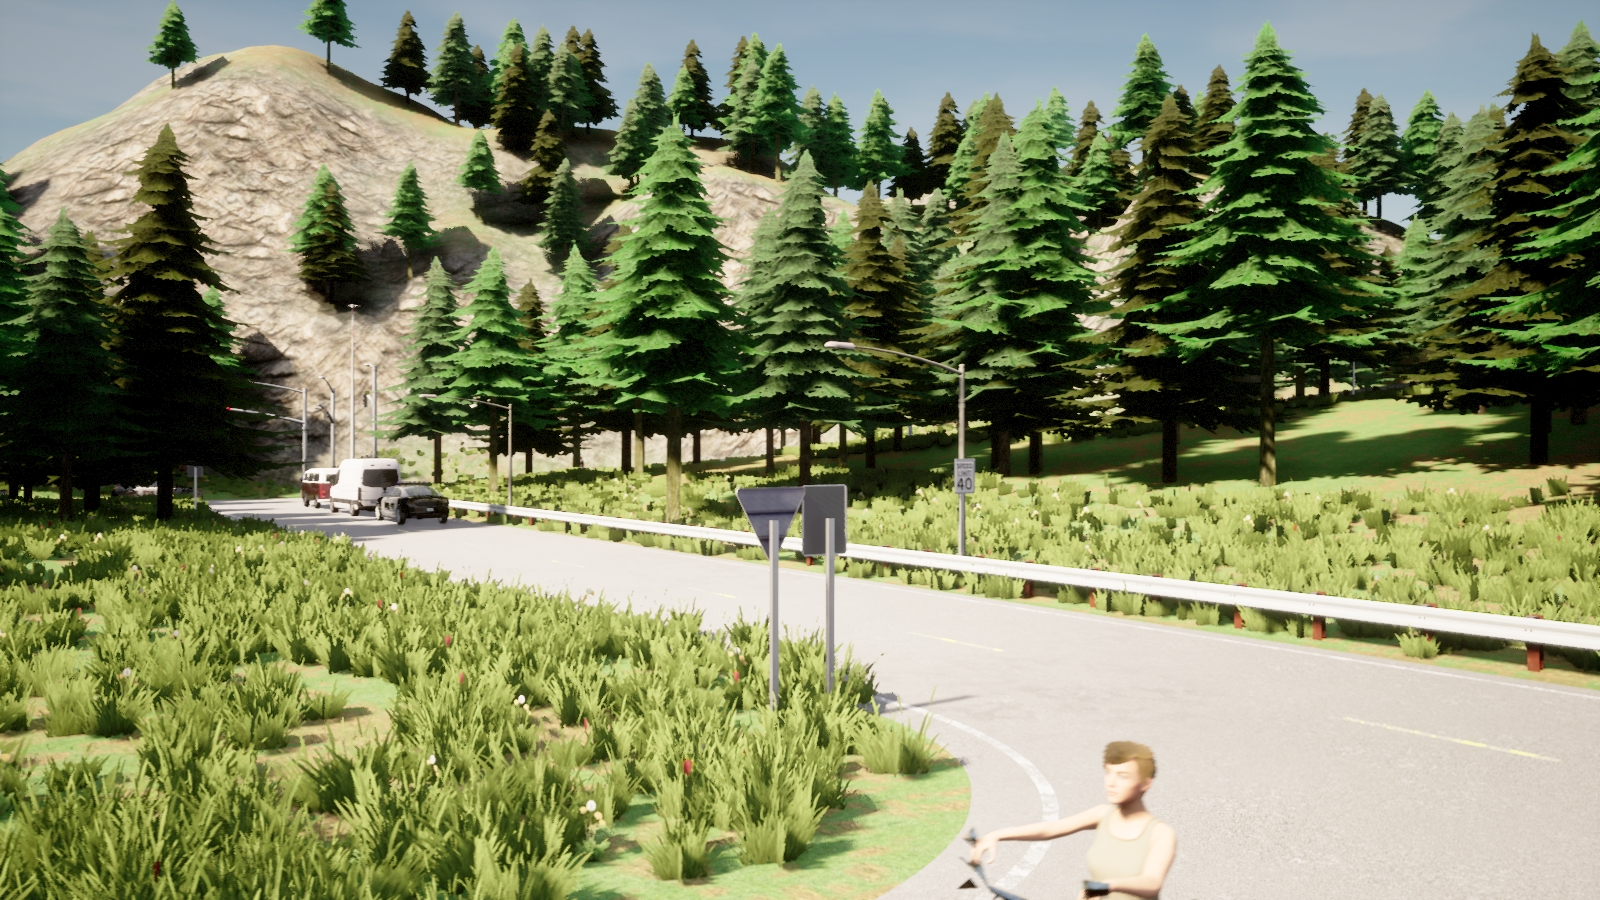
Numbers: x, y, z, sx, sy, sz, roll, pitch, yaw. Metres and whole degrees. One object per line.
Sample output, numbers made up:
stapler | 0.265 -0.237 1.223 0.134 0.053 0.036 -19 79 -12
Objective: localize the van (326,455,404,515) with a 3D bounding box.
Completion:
van | -20.135 1.540 52.726 1.988 2.561 5.915 0 0 -35

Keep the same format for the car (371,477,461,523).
car | -15.779 1.988 46.720 2.097 1.638 5.238 0 0 -35

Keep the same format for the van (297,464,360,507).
van | -24.199 1.788 58.542 2.069 2.038 4.480 0 0 -35
